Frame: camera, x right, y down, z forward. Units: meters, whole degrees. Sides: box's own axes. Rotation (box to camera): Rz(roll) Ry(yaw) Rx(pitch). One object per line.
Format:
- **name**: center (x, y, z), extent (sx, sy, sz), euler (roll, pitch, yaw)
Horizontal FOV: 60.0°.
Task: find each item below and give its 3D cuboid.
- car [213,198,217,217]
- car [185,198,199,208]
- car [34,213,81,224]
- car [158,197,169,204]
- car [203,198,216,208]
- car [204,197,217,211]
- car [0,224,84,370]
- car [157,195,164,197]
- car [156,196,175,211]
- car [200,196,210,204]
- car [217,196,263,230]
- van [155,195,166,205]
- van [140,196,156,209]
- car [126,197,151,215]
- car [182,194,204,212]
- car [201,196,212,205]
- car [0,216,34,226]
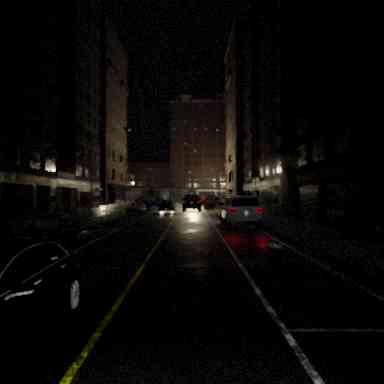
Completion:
- **car**: center (3.131, 1.519, 28.636), extent (1.882, 1.535, 5.008), euler (0, 0, 0)
- **car**: center (-0.007, 1.685, 52.121), extent (1.994, 1.385, 4.181), euler (0, 0, 0)
- **car**: center (-5.852, 1.565, 13.508), extent (2.008, 1.369, 4.403), euler (1, 0, 0)
- **car**: center (-5.871, 1.738, 68.328), extent (1.887, 1.381, 4.507), euler (1, 0, 0)
- **car**: center (2.660, 1.646, 52.052), extent (1.752, 1.417, 4.829), euler (1, 0, 0)
- **car**: center (2.663, 1.628, 40.917), extent (2.008, 1.369, 4.403), euler (1, 0, 0)
- **car**: center (-3.093, 1.509, 4.865), extent (1.837, 1.490, 4.892), euler (0, 0, 0)
- **car**: center (-5.868, 1.710, 57.364), extent (1.947, 1.339, 4.313), euler (1, 0, 0)
- **car**: center (-3.103, 1.629, 42.167), extent (2.033, 1.411, 5.357), euler (0, 0, 0)
- **car**: center (2.655, 1.633, 68.331), extent (1.967, 1.590, 4.097), euler (1, 0, 0)
- **car**: center (3.100, 1.247, 21.665), extent (2.150, 2.045, 5.566), euler (0, 0, 0)
- **van**: center (-5.867, 1.510, 62.847), extent (1.690, 1.788, 3.998), euler (1, 0, 0)
- **van**: center (-5.859, 1.419, 40.918), extent (1.690, 1.788, 3.998), euler (1, 0, 0)
- **car**: center (-5.859, 1.585, 35.265), extent (1.752, 1.417, 4.829), euler (1, 0, 0)
- **car**: center (0.006, 1.295, 39.809), extent (2.150, 2.045, 5.566), euler (0, 0, 1)
- **car**: center (2.657, 1.608, 62.848), extent (1.967, 1.590, 4.097), euler (1, 0, 0)
- **car**: center (-5.848, 1.447, 8.026), extent (1.967, 1.590, 4.097), euler (1, 0, 0)
